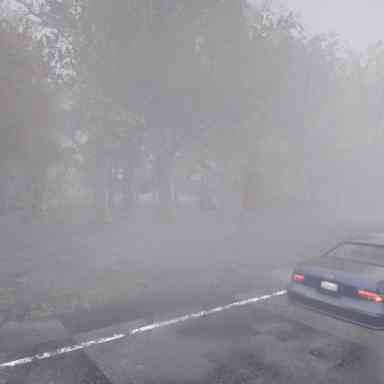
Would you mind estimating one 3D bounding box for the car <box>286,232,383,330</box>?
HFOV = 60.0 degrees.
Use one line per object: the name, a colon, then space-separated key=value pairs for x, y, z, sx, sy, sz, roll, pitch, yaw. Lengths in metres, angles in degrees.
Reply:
car: x=4.233 y=1.550 z=6.770 sx=5.357 sy=1.411 sz=2.033 roll=0 pitch=0 yaw=-35
